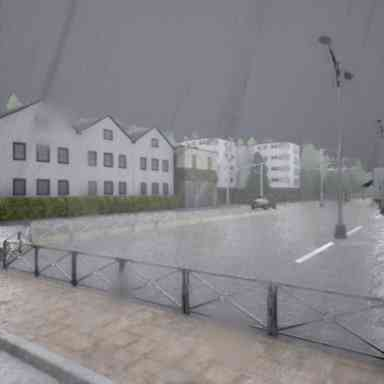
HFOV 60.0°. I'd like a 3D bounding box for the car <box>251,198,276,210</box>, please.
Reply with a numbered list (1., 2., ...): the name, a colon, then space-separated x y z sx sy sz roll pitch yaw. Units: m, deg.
1. car: 9.037 1.512 42.129 1.812 1.442 4.674 -1 0 36
